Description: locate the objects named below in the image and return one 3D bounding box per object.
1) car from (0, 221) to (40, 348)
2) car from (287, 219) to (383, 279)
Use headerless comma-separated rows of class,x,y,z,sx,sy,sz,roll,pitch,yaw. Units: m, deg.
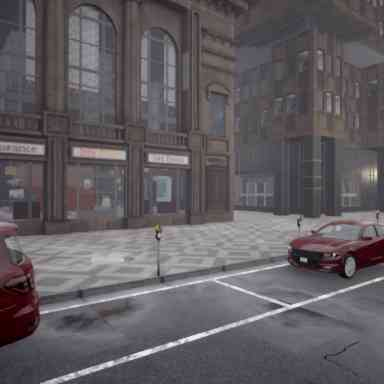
car,-4.335,1.315,3.546,5.009,1.841,2.192,0,0,-36
car,4.770,1.545,10.074,4.507,1.381,1.887,0,0,-36
